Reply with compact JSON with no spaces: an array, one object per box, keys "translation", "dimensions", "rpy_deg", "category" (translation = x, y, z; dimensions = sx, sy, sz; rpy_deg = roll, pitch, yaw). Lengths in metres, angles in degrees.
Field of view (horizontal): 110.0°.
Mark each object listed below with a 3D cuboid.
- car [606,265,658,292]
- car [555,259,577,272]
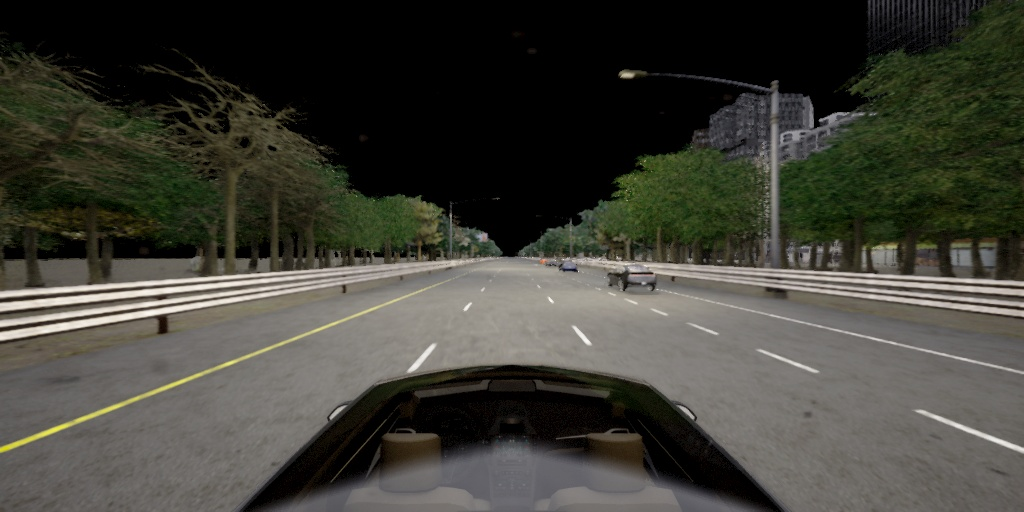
[{"translation":[7.008,1.249,21.465],"dimensions":[2.128,1.511,4.902],"rpy_deg":[0,0,0],"category":"car"},{"translation":[7.024,1.324,45.480],"dimensions":[1.994,1.385,4.181],"rpy_deg":[0,0,0],"category":"car"}]
